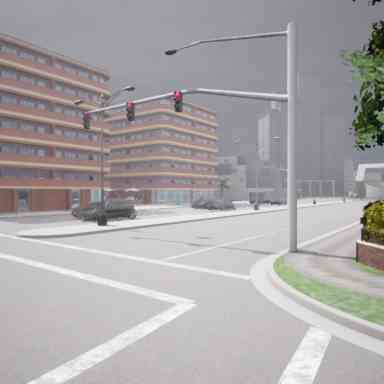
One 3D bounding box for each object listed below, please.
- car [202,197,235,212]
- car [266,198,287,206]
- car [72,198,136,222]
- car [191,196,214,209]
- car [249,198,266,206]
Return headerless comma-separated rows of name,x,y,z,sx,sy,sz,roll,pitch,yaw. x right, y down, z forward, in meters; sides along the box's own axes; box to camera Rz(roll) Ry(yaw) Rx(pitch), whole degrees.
car,3.459,1.564,39.643,1.994,1.385,4.181,0,0,36
car,14.392,1.668,54.487,1.895,1.301,4.718,0,0,36
car,-6.562,1.352,25.894,2.097,1.767,4.553,0,0,36
car,1.843,1.351,43.363,2.097,1.767,4.553,0,0,36
car,11.563,1.608,56.548,1.895,1.301,4.718,0,0,36
